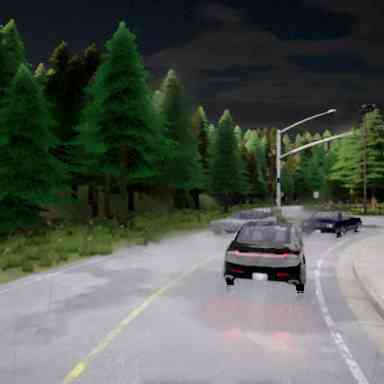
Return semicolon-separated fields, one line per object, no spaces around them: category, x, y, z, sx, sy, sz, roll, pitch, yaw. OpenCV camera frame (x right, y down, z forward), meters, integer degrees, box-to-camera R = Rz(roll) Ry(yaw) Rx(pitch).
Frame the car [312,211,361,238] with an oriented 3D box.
car;7.961;1.731;18.734;1.895;1.301;4.718;0;0;42

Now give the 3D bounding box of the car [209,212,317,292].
car;2.150;1.554;9.224;2.128;1.511;4.902;0;0;18

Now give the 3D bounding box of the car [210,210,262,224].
car;2.947;1.725;18.599;1.895;1.301;4.718;0;0;37

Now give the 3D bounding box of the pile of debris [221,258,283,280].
pile of debris;1.830;2.242;9.836;1.500;0.140;1.860;0;0;21
